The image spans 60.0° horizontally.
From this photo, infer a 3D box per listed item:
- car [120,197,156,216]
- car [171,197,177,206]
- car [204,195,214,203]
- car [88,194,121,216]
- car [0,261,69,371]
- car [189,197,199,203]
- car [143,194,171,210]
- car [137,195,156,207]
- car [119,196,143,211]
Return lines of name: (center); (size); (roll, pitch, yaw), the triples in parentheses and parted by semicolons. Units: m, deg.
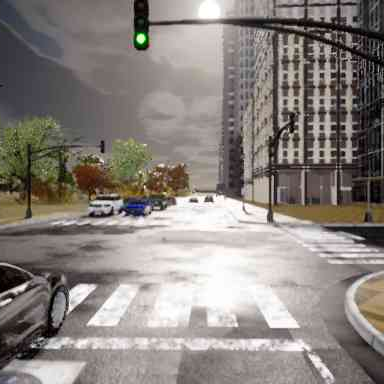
car: (-5.227, 1.516, 32.938); (1.882, 1.535, 5.008); (0, 0, 4)
car: (-3.671, 1.610, 58.323); (1.812, 1.442, 4.674); (0, 0, 4)
car: (3.686, 1.475, 72.032); (2.097, 1.767, 4.553); (0, 0, 3)
car: (-8.471, 1.257, 33.290); (2.150, 2.045, 5.566); (0, 0, 3)
car: (-3.059, 1.508, 3.889); (1.837, 1.490, 4.892); (0, 0, 1)
car: (0.415, 1.711, 71.758); (1.895, 1.301, 4.718); (0, 0, 3)
car: (-4.593, 1.277, 43.563); (2.150, 2.045, 5.566); (0, 0, 4)
car: (-7.242, 1.423, 53.452); (2.097, 1.767, 4.553); (0, 0, 3)
car: (-7.873, 1.404, 43.199); (2.097, 1.767, 4.553); (0, 0, 3)
